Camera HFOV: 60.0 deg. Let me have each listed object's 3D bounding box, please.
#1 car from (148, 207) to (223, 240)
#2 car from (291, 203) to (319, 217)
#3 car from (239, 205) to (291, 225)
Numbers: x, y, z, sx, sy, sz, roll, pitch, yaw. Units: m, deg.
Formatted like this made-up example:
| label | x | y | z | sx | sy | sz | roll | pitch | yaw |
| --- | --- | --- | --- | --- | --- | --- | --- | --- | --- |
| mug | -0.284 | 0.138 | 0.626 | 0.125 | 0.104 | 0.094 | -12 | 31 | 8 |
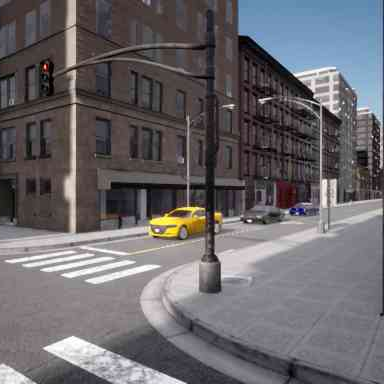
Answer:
| label | x | y | z | sx | sy | sz | roll | pitch | yaw |
| --- | --- | --- | --- | --- | --- | --- | --- | --- | --- |
| car | -0.214 | 1.576 | 17.895 | 1.882 | 1.535 | 5.008 | 0 | 0 | 35 |
| car | 11.615 | 1.817 | 34.471 | 1.895 | 1.301 | 4.718 | 0 | 0 | 36 |
| car | 5.701 | 1.706 | 26.193 | 2.033 | 1.411 | 5.357 | 0 | 0 | 35 |
